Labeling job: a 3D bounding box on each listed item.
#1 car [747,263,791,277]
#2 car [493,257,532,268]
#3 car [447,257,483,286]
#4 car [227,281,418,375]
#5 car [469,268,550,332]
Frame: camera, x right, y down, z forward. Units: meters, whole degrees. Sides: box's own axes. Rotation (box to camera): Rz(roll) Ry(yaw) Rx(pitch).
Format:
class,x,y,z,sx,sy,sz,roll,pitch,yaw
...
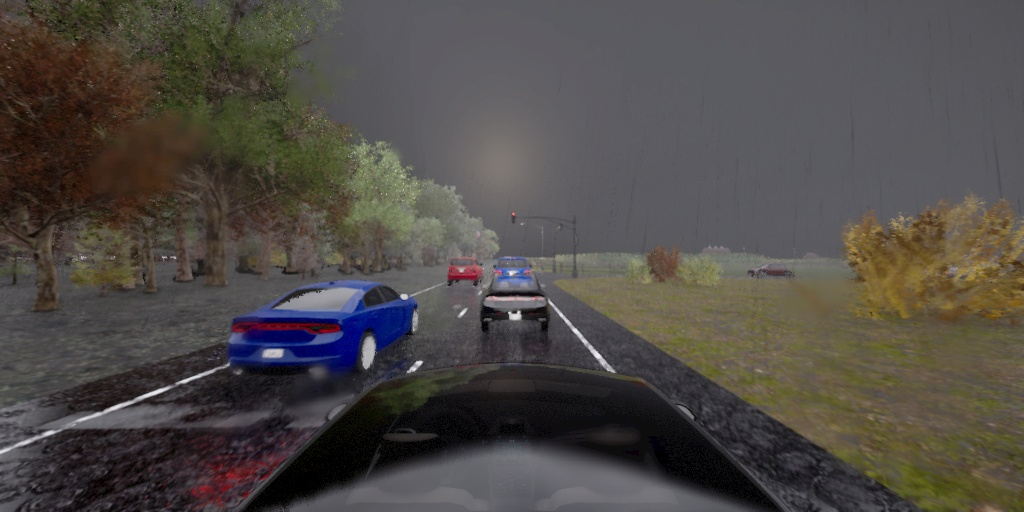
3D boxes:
class,x,y,z,sx,sy,sz,roll,pitch,yaw
car,31.931,1.723,44.678,4.553,1.767,2.097,1,-1,0
car,0.039,1.076,21.433,2.150,2.045,5.566,0,0,0
car,-3.481,1.108,27.284,2.150,2.045,5.566,0,0,0
car,-3.416,1.259,7.601,1.882,1.535,5.008,0,0,0
car,0.072,1.289,11.112,2.128,1.511,4.902,0,-1,0
